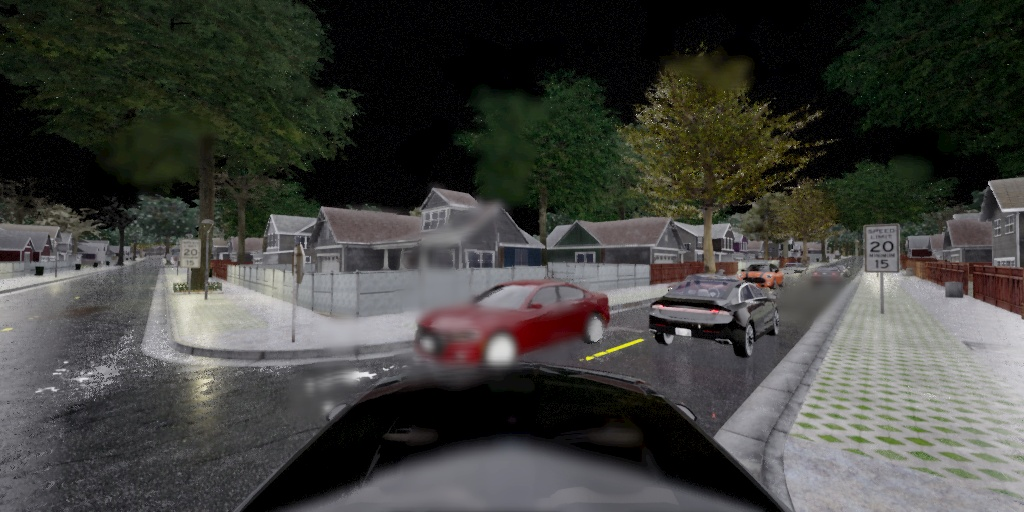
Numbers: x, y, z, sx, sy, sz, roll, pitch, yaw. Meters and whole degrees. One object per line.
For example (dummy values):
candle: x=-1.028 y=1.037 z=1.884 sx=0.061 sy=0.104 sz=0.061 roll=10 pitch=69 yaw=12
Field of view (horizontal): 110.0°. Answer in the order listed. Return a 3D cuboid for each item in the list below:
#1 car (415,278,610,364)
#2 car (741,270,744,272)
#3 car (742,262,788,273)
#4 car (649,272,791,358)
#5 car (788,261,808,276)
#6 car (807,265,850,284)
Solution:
car: x=0.294 y=1.284 z=8.005 sx=1.882 sy=1.535 sz=5.008 roll=-1 pitch=-1 yaw=45
car: x=8.947 y=1.498 z=16.630 sx=4.718 sy=1.301 sz=1.895 roll=1 pitch=-1 yaw=-45
car: x=17.295 y=1.336 z=24.932 sx=4.553 sy=1.767 sz=2.097 roll=1 pitch=-1 yaw=-45
car: x=5.088 y=1.301 z=8.768 sx=4.902 sy=1.511 sz=2.128 roll=1 pitch=-1 yaw=-45
car: x=28.096 y=1.216 z=35.559 sx=5.357 sy=1.411 sz=2.033 roll=0 pitch=-1 yaw=-45
car: x=27.087 y=1.567 z=30.593 sx=5.357 sy=1.411 sz=2.033 roll=0 pitch=-1 yaw=-44
